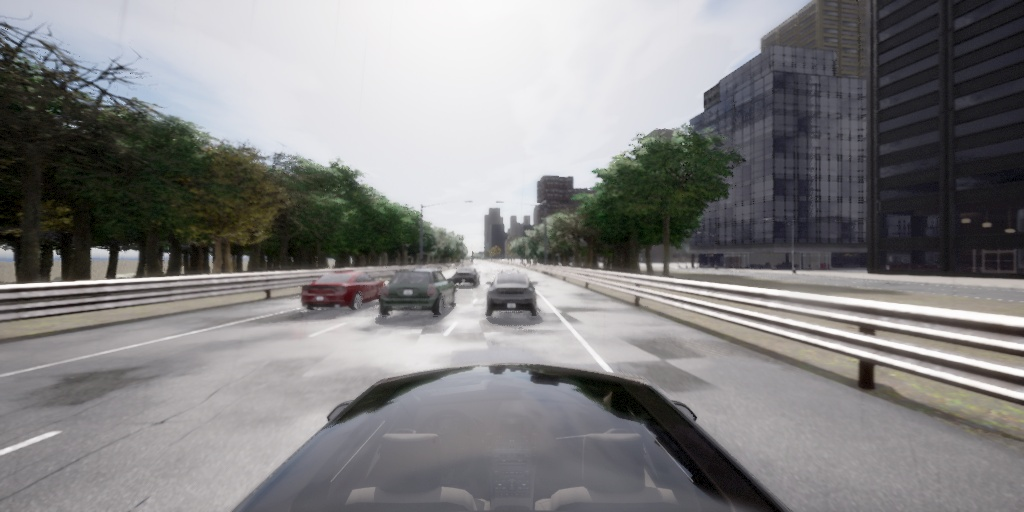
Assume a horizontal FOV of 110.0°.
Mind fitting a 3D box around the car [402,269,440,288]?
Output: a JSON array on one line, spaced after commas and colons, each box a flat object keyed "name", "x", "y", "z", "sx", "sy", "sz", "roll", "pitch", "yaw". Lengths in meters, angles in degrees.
[{"name": "car", "x": -7.160, "y": 1.719, "z": 28.735, "sx": 1.895, "sy": 1.301, "sz": 4.718, "roll": 0, "pitch": -1, "yaw": 0}]

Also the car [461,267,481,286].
[{"name": "car", "x": -3.663, "y": 1.632, "z": 29.410, "sx": 1.837, "sy": 1.490, "sz": 4.892, "roll": 0, "pitch": 0, "yaw": 0}]

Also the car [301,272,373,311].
[{"name": "car", "x": -7.008, "y": 1.416, "z": 15.568, "sx": 1.882, "sy": 1.535, "sz": 5.008, "roll": 0, "pitch": 0, "yaw": 0}]

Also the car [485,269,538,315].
[{"name": "car", "x": -0.009, "y": 1.426, "z": 14.369, "sx": 1.837, "sy": 1.490, "sz": 4.892, "roll": 0, "pitch": 0, "yaw": 0}]

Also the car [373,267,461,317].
[{"name": "car", "x": -3.509, "y": 1.271, "z": 14.245, "sx": 2.097, "sy": 1.767, "sz": 4.553, "roll": 0, "pitch": -1, "yaw": 0}]
